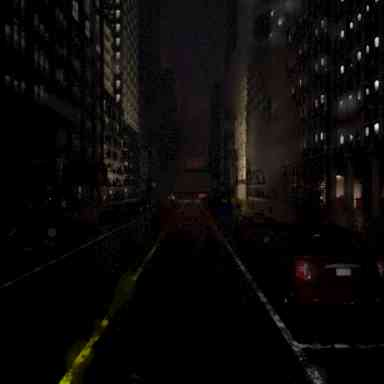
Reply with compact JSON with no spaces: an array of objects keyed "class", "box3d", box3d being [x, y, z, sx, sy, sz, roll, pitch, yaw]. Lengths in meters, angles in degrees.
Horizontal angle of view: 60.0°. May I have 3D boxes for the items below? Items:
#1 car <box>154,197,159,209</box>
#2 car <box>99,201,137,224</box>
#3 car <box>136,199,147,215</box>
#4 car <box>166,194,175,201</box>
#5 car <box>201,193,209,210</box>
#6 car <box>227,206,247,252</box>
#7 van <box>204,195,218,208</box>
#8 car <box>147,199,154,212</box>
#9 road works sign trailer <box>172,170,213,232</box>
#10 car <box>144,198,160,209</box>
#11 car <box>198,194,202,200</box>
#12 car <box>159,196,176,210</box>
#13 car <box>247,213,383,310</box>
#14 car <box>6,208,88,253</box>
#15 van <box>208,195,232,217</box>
[{"class":"car","box3d":[-5.679,1.566,41.931,2.008,1.369,4.403,-1,0,0]},{"class":"car","box3d":[-5.686,1.560,24.880,2.008,1.369,4.403,-1,0,0]},{"class":"car","box3d":[-5.684,1.577,30.563,1.947,1.339,4.313,-1,0,0]},{"class":"car","box3d":[-5.660,1.470,87.400,1.967,1.590,4.097,-1,0,0]},{"class":"car","box3d":[2.699,1.330,41.927,2.192,1.841,5.009,-1,0,0]},{"class":"car","box3d":[2.689,1.530,13.679,1.752,1.417,4.829,-1,0,0]},{"class":"van","box3d":[2.702,1.358,47.611,1.690,1.788,3.998,-1,0,0]},{"class":"car","box3d":[-5.681,1.558,36.247,1.887,1.381,4.507,-1,0,0]},{"class":"road works sign trailer","box3d":[0.029,0.471,19.934,2.380,3.560,2.880,0,0,0]},{"class":"car","box3d":[-5.676,1.599,47.614,1.802,1.307,4.206,-1,0,0]},{"class":"car","box3d":[2.714,1.575,70.345,2.008,1.369,4.403,-1,0,0]},{"class":"car","box3d":[-3.071,1.563,43.906,2.033,1.411,5.357,0,0,0]},{"class":"car","box3d":[2.686,1.443,7.826,1.967,1.590,4.097,-1,0,0]},{"class":"car","box3d":[-5.692,1.445,13.513,1.967,1.590,4.097,-1,0,0]},{"class":"van","box3d":[2.695,1.352,30.560,1.690,1.788,3.998,-1,0,0]}]
